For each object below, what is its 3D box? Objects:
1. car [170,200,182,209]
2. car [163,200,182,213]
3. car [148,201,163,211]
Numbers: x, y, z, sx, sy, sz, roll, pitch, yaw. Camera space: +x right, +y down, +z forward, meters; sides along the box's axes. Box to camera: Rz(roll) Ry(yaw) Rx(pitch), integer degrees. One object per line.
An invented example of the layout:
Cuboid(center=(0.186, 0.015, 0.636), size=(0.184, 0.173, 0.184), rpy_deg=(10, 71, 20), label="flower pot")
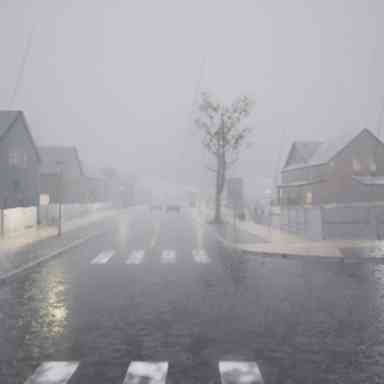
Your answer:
Cuboid(center=(-2.913, 2.248, 60.003), size=(1.882, 1.535, 5.008), rpy_deg=(0, -1, 0), label="car")
Cuboid(center=(-2.563, 2.164, 46.203), size=(1.895, 1.301, 4.718), rpy_deg=(0, -1, -2), label="car")
Cuboid(center=(-5.563, 2.177, 52.022), size=(1.812, 1.442, 4.674), rpy_deg=(0, -1, -1), label="car")
